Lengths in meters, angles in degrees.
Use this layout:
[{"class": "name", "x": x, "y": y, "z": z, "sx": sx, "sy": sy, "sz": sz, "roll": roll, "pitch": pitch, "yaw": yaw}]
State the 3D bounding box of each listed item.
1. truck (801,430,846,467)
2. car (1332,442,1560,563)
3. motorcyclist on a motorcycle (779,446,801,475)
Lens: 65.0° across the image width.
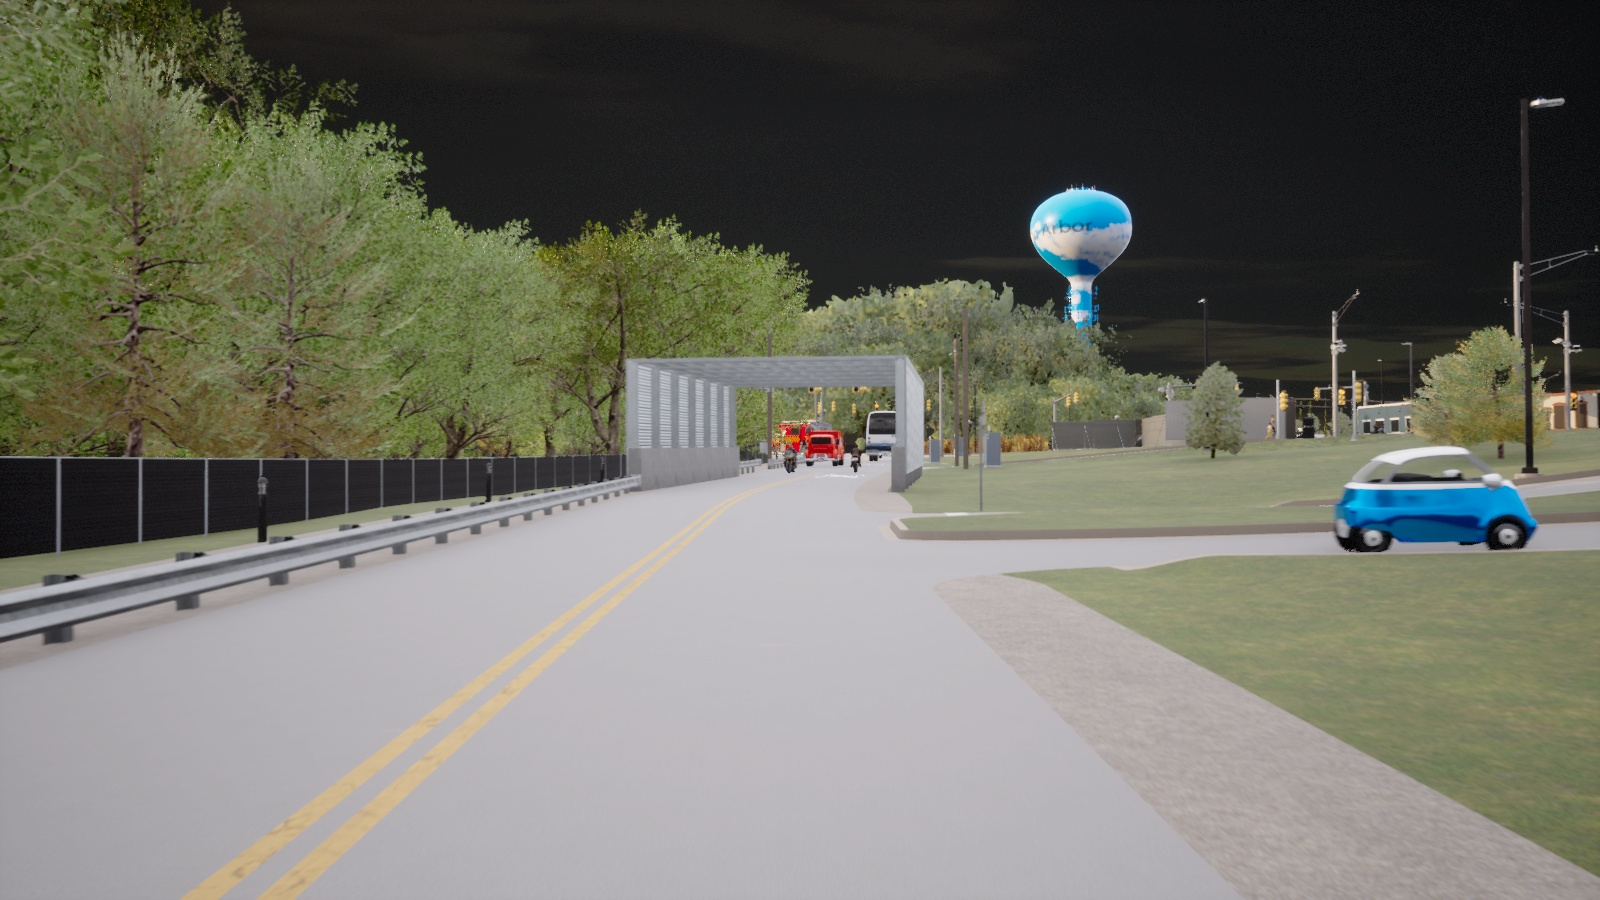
[{"class": "truck", "x": 1.680, "y": -0.111, "z": 87.383, "sx": 2.627, "sy": 2.467, "sz": 5.204, "roll": 0, "pitch": 0, "yaw": 7}, {"class": "car", "x": 8.289, "y": 0.650, "z": 16.267, "sx": 2.207, "sy": 1.376, "sz": 1.481, "roll": -3, "pitch": 1, "yaw": 8}, {"class": "motorcyclist on a motorcycle", "x": -0.512, "y": 0.539, "z": 67.569, "sx": 0.866, "sy": 1.530, "sz": 2.191, "roll": 0, "pitch": 0, "yaw": 8}]
